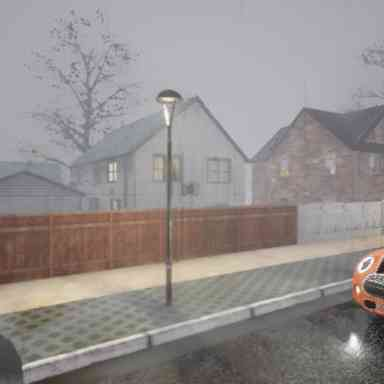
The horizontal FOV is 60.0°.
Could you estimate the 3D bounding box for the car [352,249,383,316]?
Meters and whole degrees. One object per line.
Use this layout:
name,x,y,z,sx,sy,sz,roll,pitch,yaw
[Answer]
car,5.178,1.329,6.432,4.553,1.767,2.097,0,0,-33

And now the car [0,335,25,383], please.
car,-3.059,1.482,0.883,4.902,1.511,2.128,0,0,-34
